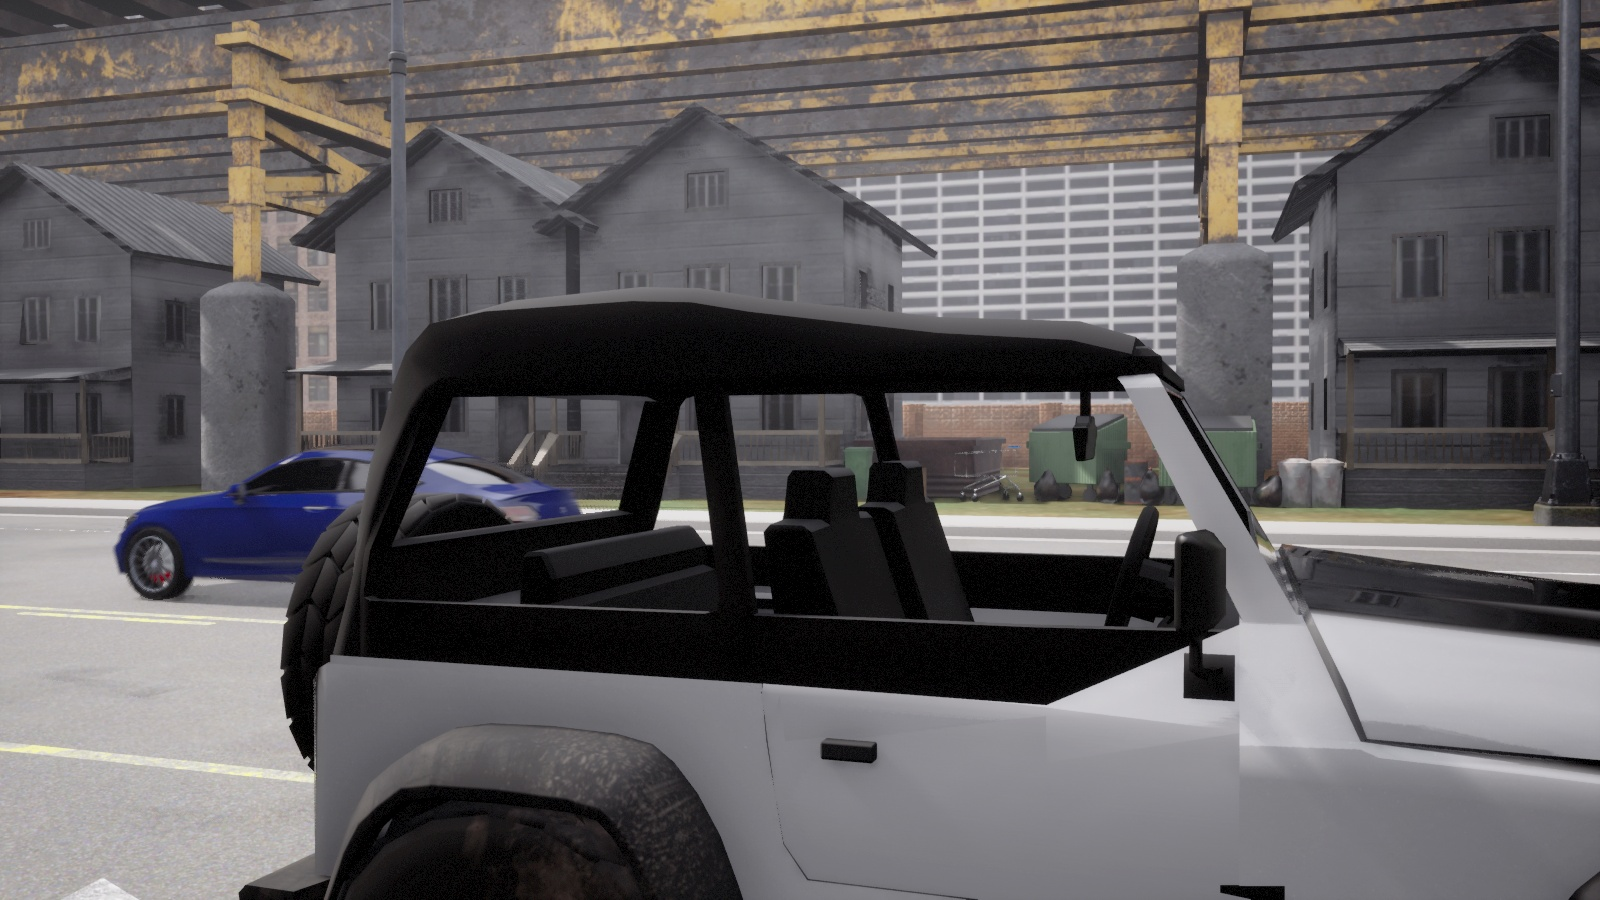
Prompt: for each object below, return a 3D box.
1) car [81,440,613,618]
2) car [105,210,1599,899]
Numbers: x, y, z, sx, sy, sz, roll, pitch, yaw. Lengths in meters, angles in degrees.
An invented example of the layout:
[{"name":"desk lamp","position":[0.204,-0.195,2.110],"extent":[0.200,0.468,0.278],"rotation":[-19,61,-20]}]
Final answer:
[{"name":"car","position":[-4.312,0.644,12.031],"extent":[4.674,1.442,1.812],"rotation":[1,1,19]},{"name":"car","position":[0.641,0.577,2.981],"extent":[3.866,1.878,1.905],"rotation":[1,1,19]}]
